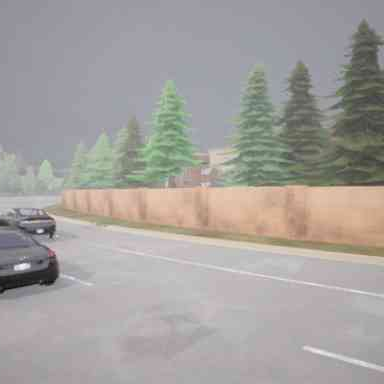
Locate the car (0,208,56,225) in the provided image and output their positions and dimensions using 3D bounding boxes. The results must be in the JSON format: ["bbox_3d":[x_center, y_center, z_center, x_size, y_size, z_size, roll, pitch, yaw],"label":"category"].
[{"bbox_3d":[-8.421,1.525,16.514,2.128,1.511,4.902,0,0,-44],"label":"car"}]

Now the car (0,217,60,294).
[{"bbox_3d":[-5.149,1.580,8.488,4.181,1.385,1.994,0,0,42],"label":"car"}]
